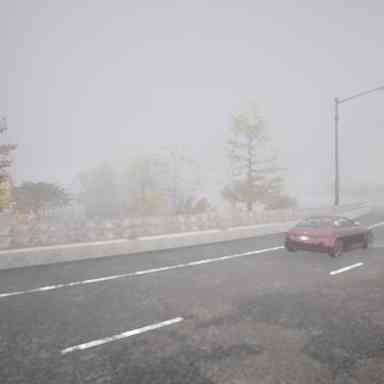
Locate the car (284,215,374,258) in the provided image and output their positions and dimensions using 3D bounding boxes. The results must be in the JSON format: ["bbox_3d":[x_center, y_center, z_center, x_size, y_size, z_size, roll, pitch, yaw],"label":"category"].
[{"bbox_3d":[5.427,1.592,13.037,4.181,1.385,1.994,0,0,-42],"label":"car"}]
